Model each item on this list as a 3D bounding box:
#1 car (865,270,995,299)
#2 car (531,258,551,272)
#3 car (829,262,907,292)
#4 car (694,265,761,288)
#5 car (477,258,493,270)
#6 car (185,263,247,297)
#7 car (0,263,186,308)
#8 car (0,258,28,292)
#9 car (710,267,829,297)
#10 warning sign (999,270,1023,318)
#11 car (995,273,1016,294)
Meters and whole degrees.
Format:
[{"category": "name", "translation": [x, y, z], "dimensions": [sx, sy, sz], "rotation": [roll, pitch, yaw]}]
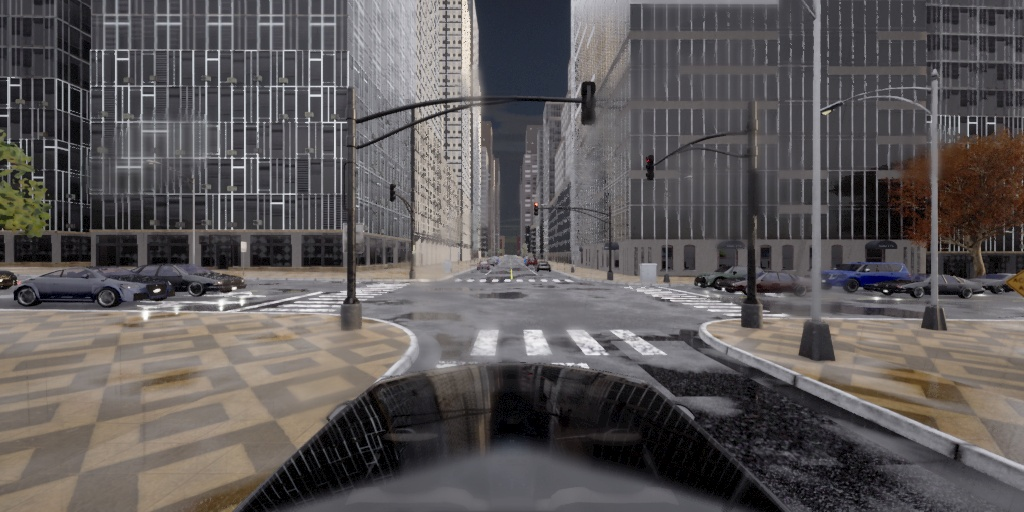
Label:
[{"category": "car", "translation": [25.181, 1.775, 21.721], "dimensions": [5.357, 1.411, 2.033], "rotation": [1, 0, -3]}, {"category": "car", "translation": [3.912, 1.329, 45.690], "dimensions": [1.948, 1.339, 4.313], "rotation": [0, 0, 0]}, {"category": "car", "translation": [24.333, 1.433, 24.933], "dimensions": [5.566, 2.045, 2.150], "rotation": [1, 0, -3]}, {"category": "car", "translation": [14.990, 1.396, 24.498], "dimensions": [4.553, 1.767, 2.097], "rotation": [1, 0, -3]}, {"category": "car", "translation": [-4.043, 1.342, 51.180], "dimensions": [1.802, 1.307, 4.207], "rotation": [0, 0, 0]}, {"category": "car", "translation": [-15.357, 1.040, 16.408], "dimensions": [5.357, 1.411, 2.033], "rotation": [1, 0, 0]}, {"category": "car", "translation": [-15.083, 1.063, 13.133], "dimensions": [4.181, 1.385, 1.994], "rotation": [1, 0, -3]}, {"category": "car", "translation": [-25.279, 0.816, 15.914], "dimensions": [4.892, 1.490, 1.837], "rotation": [1, 0, -3]}, {"category": "car", "translation": [15.122, 1.595, 21.250], "dimensions": [5.357, 1.411, 2.033], "rotation": [1, 0, -3]}, {"category": "warning sign", "translation": [17.271, 1.204, 11.892], "dimensions": [1.060, 1.860, 1.300], "rotation": [0, 0, -3]}, {"category": "car", "translation": [34.831, 1.947, 25.420], "dimensions": [5.357, 1.411, 2.033], "rotation": [1, 0, -2]}]
